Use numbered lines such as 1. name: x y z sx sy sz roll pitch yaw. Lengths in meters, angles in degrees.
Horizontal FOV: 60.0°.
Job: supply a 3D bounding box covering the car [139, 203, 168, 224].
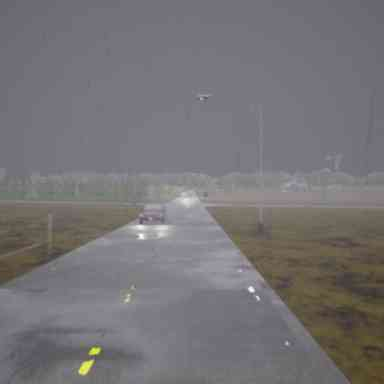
1. car: -2.849 1.578 25.252 1.812 1.442 4.674 0 0 0
